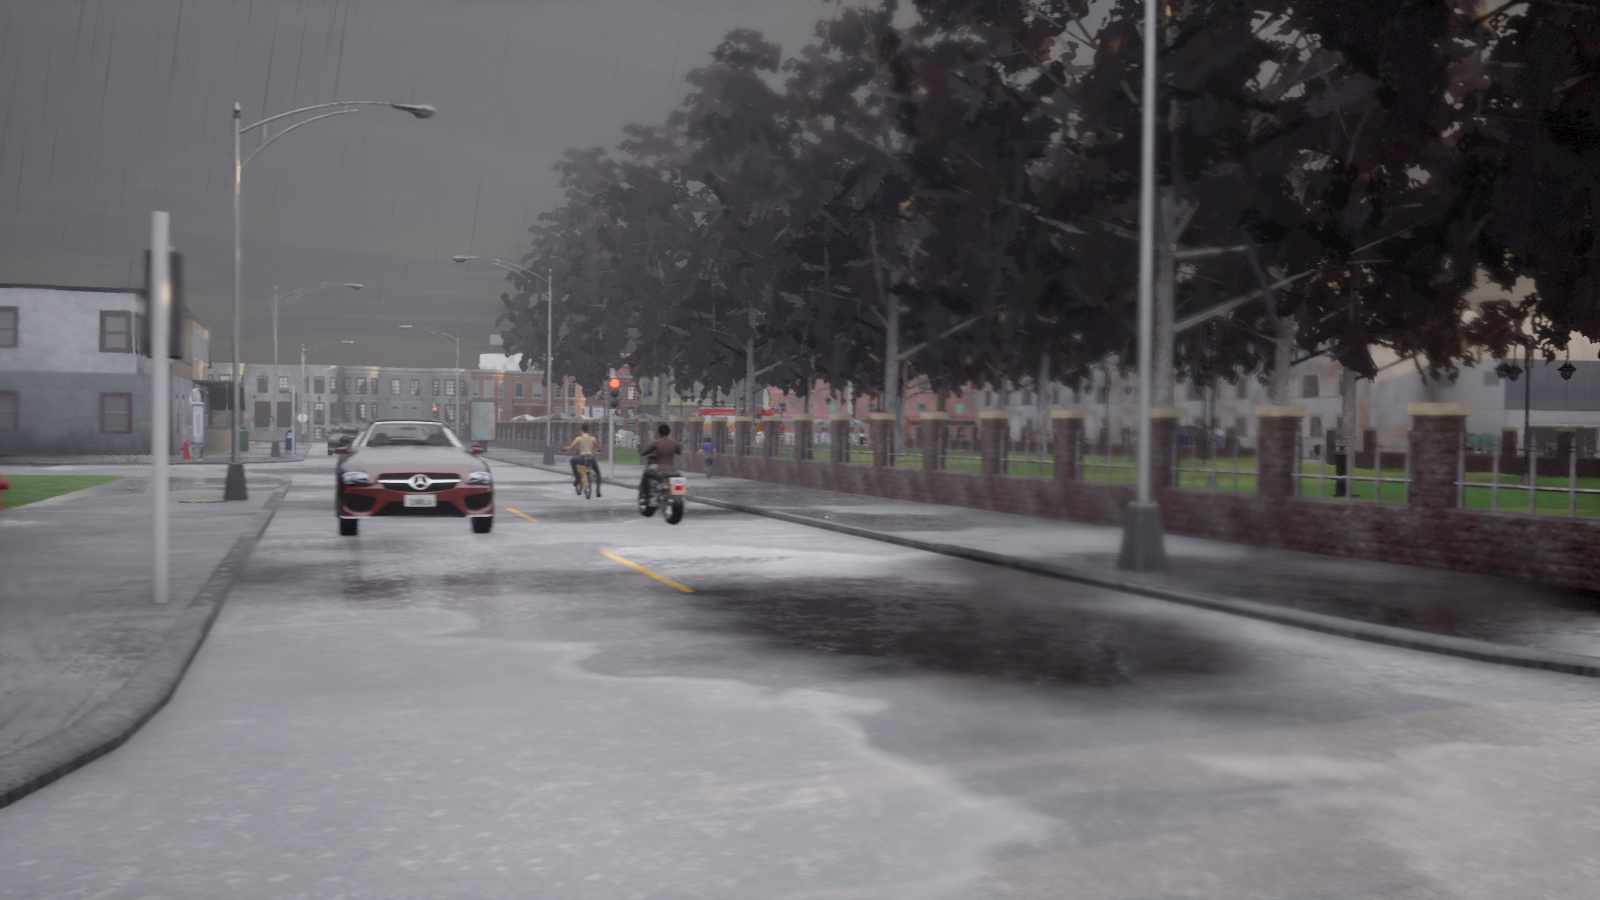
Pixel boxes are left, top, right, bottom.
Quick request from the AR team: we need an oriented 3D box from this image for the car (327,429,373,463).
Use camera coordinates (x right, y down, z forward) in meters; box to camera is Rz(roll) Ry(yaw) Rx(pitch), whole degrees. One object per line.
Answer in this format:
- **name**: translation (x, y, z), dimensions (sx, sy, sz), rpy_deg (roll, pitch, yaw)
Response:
- **car**: translation (-23.184, -0.224, 64.622), dimensions (2.152, 1.651, 5.027), rpy_deg (-1, 1, -21)

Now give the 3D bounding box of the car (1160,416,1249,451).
- **car**: translation (24.776, -1.006, 77.143), dimensions (2.150, 2.045, 5.566), rpy_deg (-1, 1, -21)

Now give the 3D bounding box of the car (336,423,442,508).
- **car**: translation (-9.347, 0.288, 28.862), dimensions (2.097, 1.767, 4.553), rpy_deg (-1, 1, -16)

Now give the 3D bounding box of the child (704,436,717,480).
- **child**: translation (-2.613, 0.220, 36.620), dimensions (0.270, 1.263, 0.437), rpy_deg (-1, 1, -18)

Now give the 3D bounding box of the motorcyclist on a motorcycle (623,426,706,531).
- **motorcyclist on a motorcycle**: translation (-2.286, 0.431, 20.950), dimensions (0.766, 1.649, 2.350), rpy_deg (-1, 1, -21)

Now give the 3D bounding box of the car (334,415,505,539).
- **car**: translation (-6.047, 0.324, 19.519), dimensions (2.152, 1.651, 5.027), rpy_deg (-1, 1, -21)

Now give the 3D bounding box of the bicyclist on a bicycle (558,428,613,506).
- **bicyclist on a bicycle**: translation (-4.680, 0.339, 27.380), dimensions (0.866, 1.612, 1.509), rpy_deg (-1, 2, -22)
